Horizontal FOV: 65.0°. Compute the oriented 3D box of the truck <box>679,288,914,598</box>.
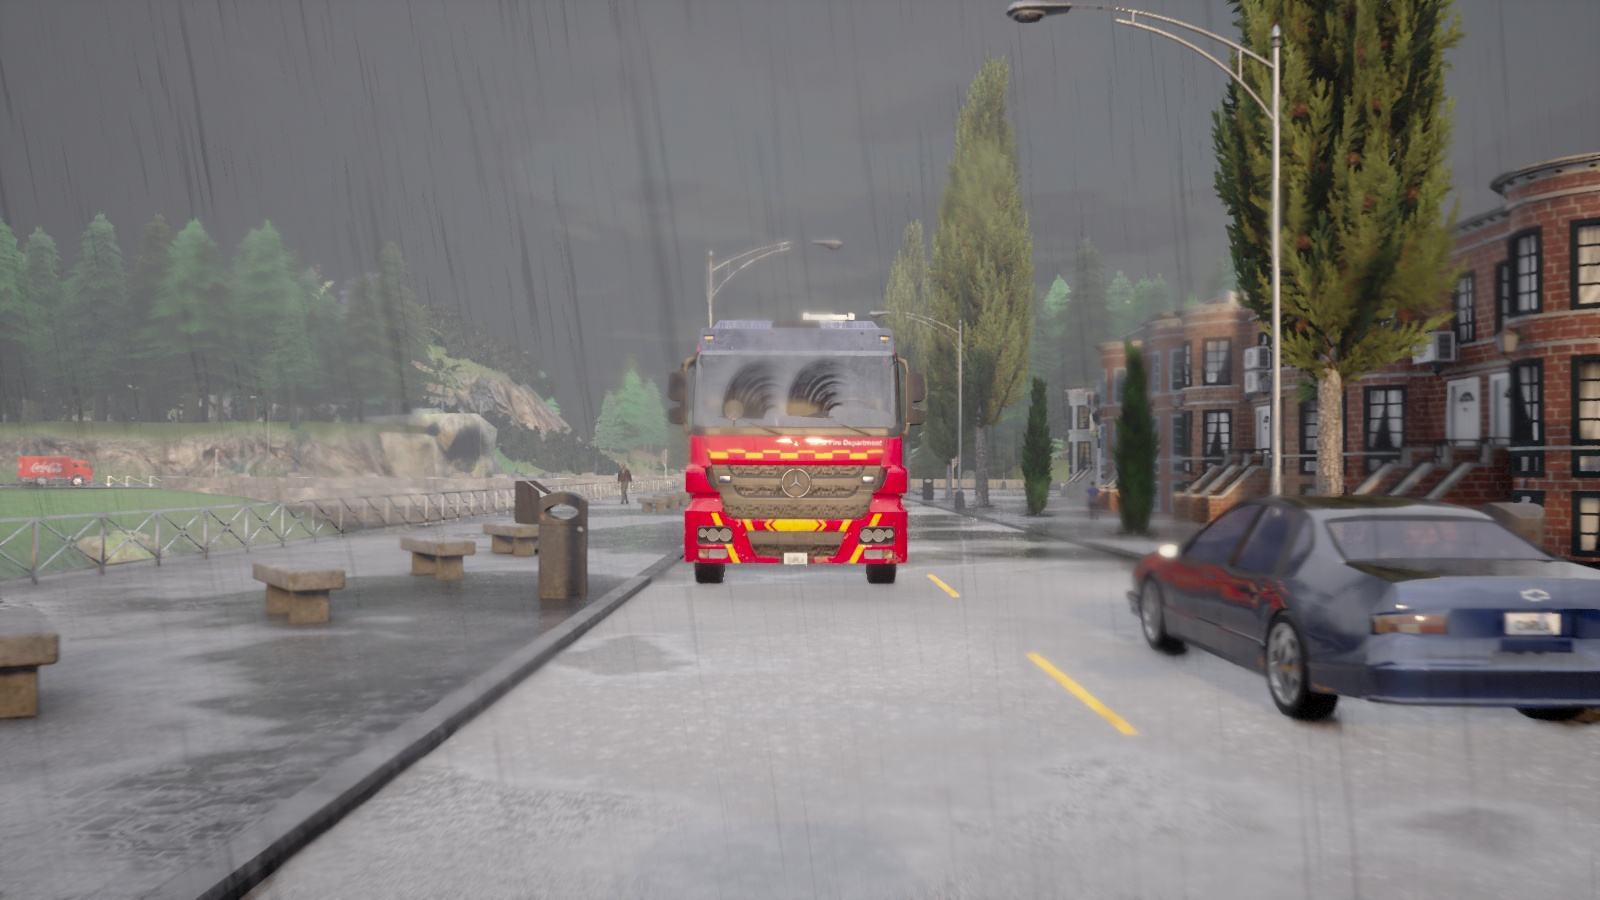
[{"bbox_3d":[-0.056,-0.019,19.791,2.891,3.827,8.468,0,-1,0],"label":"truck"}]

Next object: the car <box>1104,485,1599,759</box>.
[{"bbox_3d":[3.974,1.005,9.476,2.033,1.411,5.357,0,-1,0],"label":"car"}]

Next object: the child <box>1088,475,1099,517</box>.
[{"bbox_3d":[9.018,1.414,38.586,0.270,1.263,0.437,0,-1,8],"label":"child"}]

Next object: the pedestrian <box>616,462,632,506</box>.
[{"bbox_3d":[-7.491,1.449,53.434,0.376,1.854,0.720,-1,-1,18],"label":"pedestrian"}]
